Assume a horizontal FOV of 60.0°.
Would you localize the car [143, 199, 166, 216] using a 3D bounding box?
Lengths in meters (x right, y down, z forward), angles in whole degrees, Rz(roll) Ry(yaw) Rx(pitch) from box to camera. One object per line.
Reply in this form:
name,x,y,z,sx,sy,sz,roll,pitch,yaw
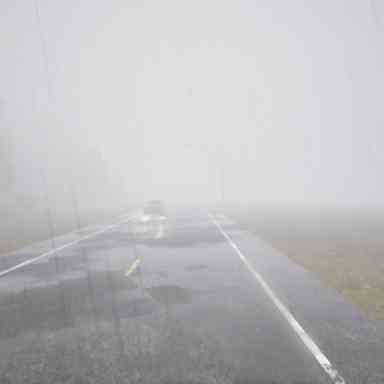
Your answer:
car,-3.605,1.508,32.541,1.837,1.490,4.892,0,0,0
